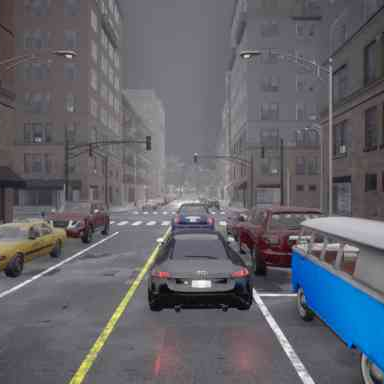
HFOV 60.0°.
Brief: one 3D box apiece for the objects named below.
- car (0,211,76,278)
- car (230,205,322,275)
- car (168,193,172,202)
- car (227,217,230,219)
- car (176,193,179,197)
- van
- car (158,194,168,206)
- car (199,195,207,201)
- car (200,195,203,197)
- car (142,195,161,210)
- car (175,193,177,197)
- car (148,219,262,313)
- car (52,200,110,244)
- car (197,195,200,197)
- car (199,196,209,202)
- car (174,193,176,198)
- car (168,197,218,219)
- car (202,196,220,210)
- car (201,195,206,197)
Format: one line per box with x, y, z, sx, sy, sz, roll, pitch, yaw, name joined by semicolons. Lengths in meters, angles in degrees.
-5.392;1.525;10.221;1.752;1.417;4.829;0;0;0;car
2.646;1.314;10.384;2.192;1.841;5.009;0;0;0;car
-5.365;1.312;59.524;2.192;1.841;5.009;0;0;0;car
2.650;1.581;16.064;1.802;1.307;4.206;0;0;0;car
-5.335;1.313;86.934;2.192;1.841;5.009;0;0;0;car
2.642;1.341;4.706;1.690;1.788;3.998;0;0;0;van
-5.372;1.522;53.871;1.752;1.417;4.829;0;0;0;car
2.698;1.438;81.446;1.967;1.590;4.097;0;0;0;car
2.678;1.547;54.035;2.008;1.369;4.403;0;0;0;car
-5.384;1.522;42.908;1.752;1.417;4.829;0;0;0;car
-5.341;1.563;81.452;1.947;1.339;4.313;0;0;0;car
0.104;1.564;7.777;1.994;1.385;4.181;0;0;-2;car
-5.388;1.314;16.070;2.192;1.841;5.009;0;0;0;car
2.690;1.548;70.481;2.008;1.369;4.403;0;0;0;car
2.694;1.548;75.963;2.008;1.369;4.403;0;0;0;car
-5.347;1.548;75.970;2.008;1.369;4.403;0;0;0;car
0.062;1.351;17.833;2.097;1.767;4.553;0;0;0;car
2.670;1.547;43.072;2.008;1.369;4.403;0;0;0;car
2.674;1.541;48.554;1.887;1.381;4.507;0;0;0;car
